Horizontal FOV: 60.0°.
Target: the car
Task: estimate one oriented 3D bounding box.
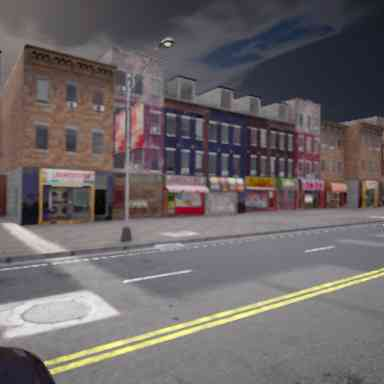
[{"bbox_3d":[-2.695,1.562,1.517,4.181,1.385,1.994,0,0,-35],"label":"car"}]
